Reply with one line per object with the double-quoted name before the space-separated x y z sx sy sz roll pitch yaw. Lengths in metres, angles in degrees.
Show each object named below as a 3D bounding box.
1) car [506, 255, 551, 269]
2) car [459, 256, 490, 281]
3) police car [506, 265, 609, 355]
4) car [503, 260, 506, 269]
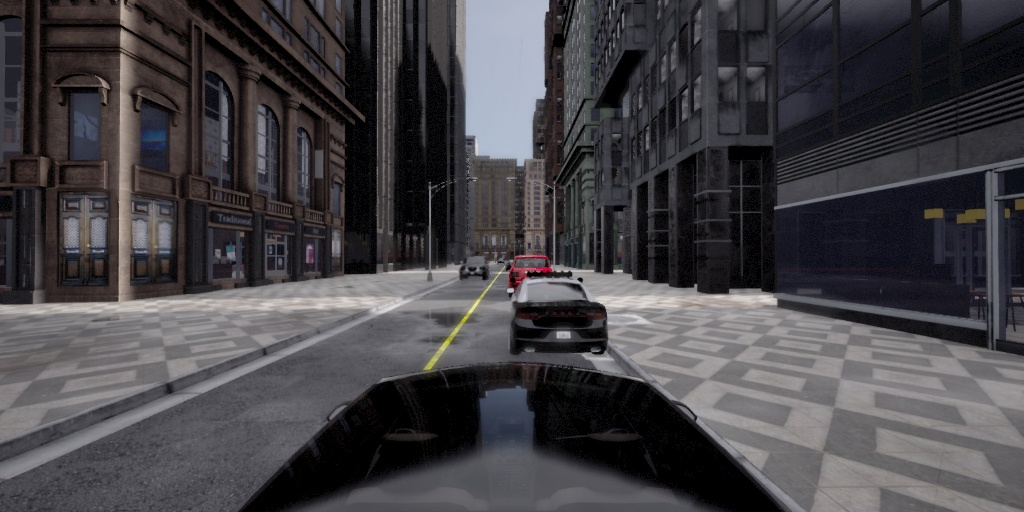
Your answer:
"car" 0.915 0.985 18.778 2.150 2.045 5.566 0 0 0
"car" -3.075 0.997 30.448 2.150 2.045 5.566 0 0 0
"police car" 0.905 1.179 8.856 1.930 1.638 5.238 0 0 0
"car" 0.092 1.414 48.560 1.895 1.301 4.718 0 0 1
